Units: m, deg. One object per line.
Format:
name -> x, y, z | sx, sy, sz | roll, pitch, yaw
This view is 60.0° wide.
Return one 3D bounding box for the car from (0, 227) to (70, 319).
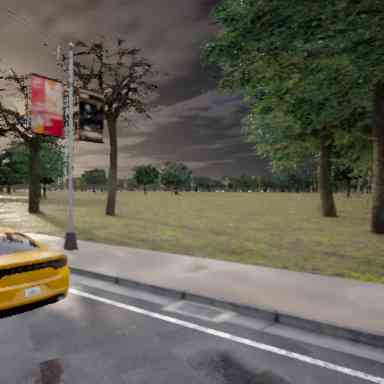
car -> -4.592, 1.449, 6.830 | 5.008, 1.535, 1.882 | 0, 0, 35
